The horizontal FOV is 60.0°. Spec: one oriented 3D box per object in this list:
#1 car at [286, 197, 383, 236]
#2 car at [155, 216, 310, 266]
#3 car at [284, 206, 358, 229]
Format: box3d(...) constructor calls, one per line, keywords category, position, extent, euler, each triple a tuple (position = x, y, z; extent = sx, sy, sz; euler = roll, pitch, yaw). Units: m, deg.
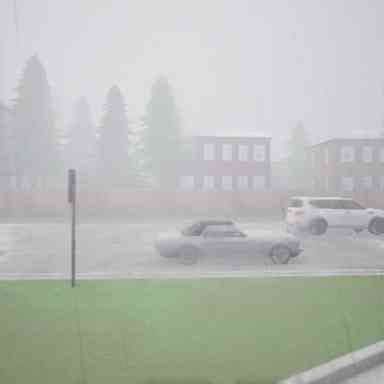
box3d(category="car", position=(8.079, 1.292, 18.636), extent=(5.566, 2.045, 2.150), euler=(0, 0, -4))
box3d(category="car", position=(1.163, 1.628, 11.100), extent=(4.718, 1.301, 1.895), euler=(0, 0, -4))
box3d(category="car", position=(8.499, 1.642, 22.181), extent=(4.181, 1.385, 1.994), euler=(0, 0, -4))
